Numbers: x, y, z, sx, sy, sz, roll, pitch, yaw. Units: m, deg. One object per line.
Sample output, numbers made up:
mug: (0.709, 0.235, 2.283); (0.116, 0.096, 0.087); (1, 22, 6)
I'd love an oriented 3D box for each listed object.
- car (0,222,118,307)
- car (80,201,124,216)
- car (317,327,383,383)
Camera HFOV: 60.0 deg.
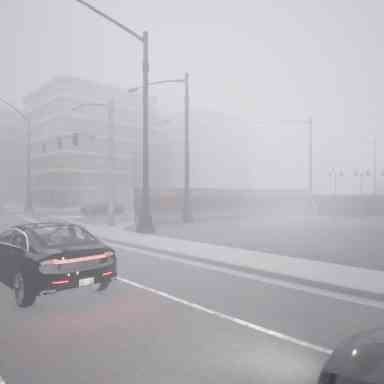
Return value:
car: (-3.666, 1.492, 8.089); (2.128, 1.511, 4.902); (0, 0, -43)
car: (-8.746, 1.564, 32.602); (4.181, 1.385, 1.994); (0, 0, -44)
car: (3.157, 1.505, 1.611); (4.892, 1.490, 1.837); (0, 0, 38)
